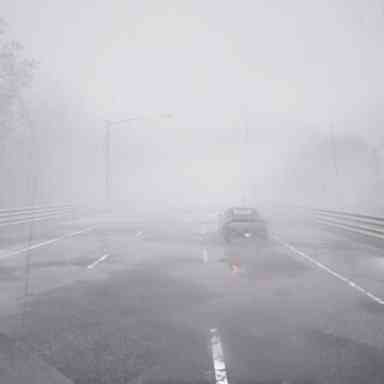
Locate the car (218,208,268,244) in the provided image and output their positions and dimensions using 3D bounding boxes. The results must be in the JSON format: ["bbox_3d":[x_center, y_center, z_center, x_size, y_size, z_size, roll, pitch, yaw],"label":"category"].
[{"bbox_3d":[2.329,1.496,15.773,2.128,1.511,4.902,0,0,2],"label":"car"}]

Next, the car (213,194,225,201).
[{"bbox_3d":[7.334,1.433,86.171,2.097,1.767,4.553,0,0,7],"label":"car"}]

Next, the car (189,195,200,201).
[{"bbox_3d":[0.242,1.615,85.746,2.033,1.411,5.357,0,0,7],"label":"car"}]

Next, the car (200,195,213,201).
[{"bbox_3d":[3.772,1.671,85.813,1.895,1.301,4.718,0,0,7],"label":"car"}]
